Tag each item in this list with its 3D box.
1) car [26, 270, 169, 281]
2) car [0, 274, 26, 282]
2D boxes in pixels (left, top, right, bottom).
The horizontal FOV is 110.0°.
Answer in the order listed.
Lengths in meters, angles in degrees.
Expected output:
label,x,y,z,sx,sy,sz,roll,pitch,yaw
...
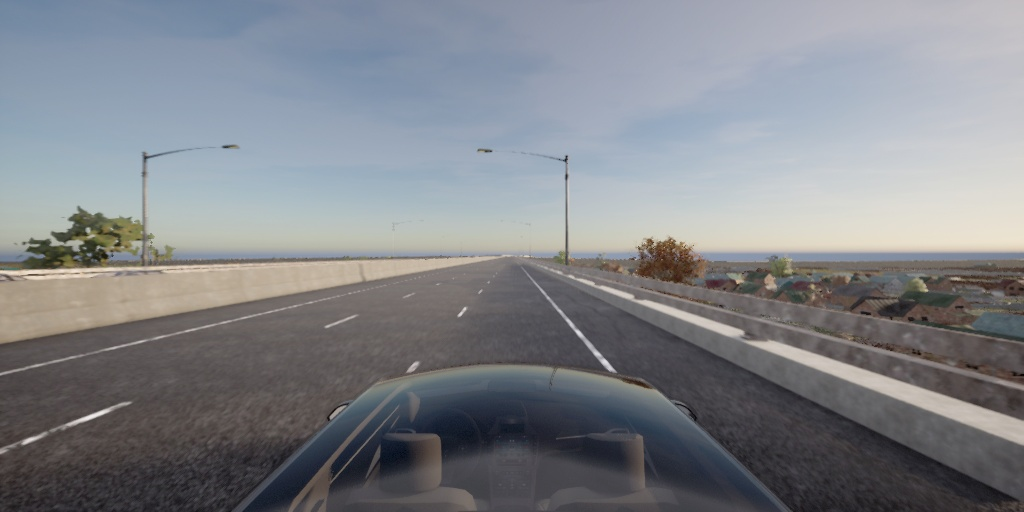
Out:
label,x,y,z,sx,sy,sz,roll,pitch,yaw
car,-17.613,1.358,16.481,2.033,1.411,5.357,0,0,0
car,-21.118,1.367,13.693,2.033,1.411,5.357,0,0,0
